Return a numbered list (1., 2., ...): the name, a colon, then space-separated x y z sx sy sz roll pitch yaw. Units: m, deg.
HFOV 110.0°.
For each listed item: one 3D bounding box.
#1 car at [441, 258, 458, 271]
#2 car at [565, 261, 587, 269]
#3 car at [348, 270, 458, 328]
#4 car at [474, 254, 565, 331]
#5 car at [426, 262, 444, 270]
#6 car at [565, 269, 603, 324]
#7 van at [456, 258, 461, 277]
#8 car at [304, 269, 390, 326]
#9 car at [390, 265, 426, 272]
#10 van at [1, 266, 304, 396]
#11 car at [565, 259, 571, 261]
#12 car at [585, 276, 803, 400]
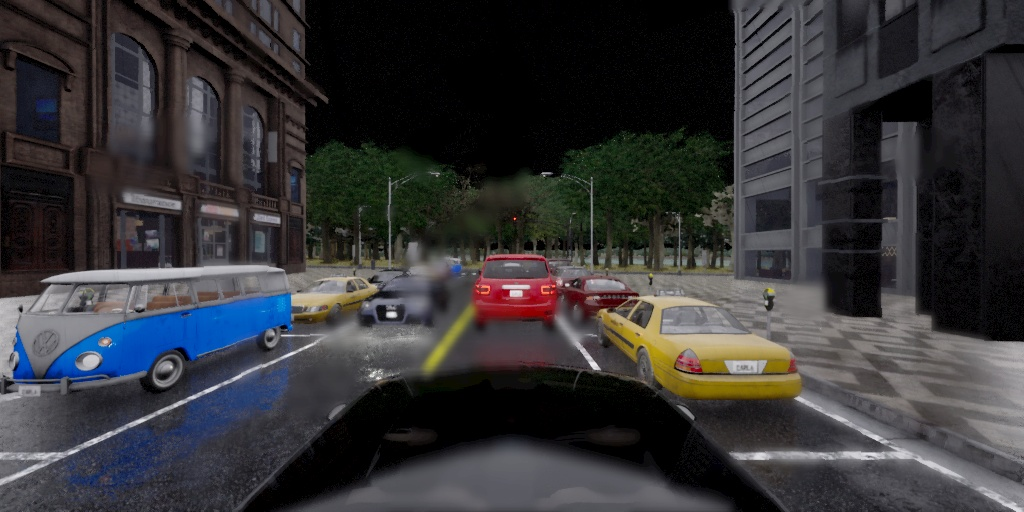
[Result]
1. car: -5.760 1.193 28.133 1.967 1.591 4.097 0 0 0
2. car: 2.764 1.191 17.257 1.967 1.591 4.097 0 0 0
3. car: -3.097 1.314 11.196 1.994 1.385 4.181 0 0 0
4. car: 0.104 0.972 11.077 2.150 2.045 5.566 0 0 0
5. car: -5.761 1.277 22.525 1.751 1.417 4.829 0 0 0
6. car: 2.763 1.295 11.819 1.888 1.381 4.507 0 0 0
7. van: -5.760 1.096 33.570 1.690 1.789 3.998 0 0 0
8. car: -5.762 1.276 11.651 1.751 1.417 4.829 0 0 0
9. car: -5.762 1.317 17.258 1.948 1.339 4.313 0 0 0
10. van: -5.763 1.091 6.383 1.690 1.789 3.998 0 0 0
11. car: 2.764 1.067 22.694 2.192 1.841 5.009 0 0 0
12. car: 2.763 1.275 6.552 1.751 1.417 4.829 0 0 0
